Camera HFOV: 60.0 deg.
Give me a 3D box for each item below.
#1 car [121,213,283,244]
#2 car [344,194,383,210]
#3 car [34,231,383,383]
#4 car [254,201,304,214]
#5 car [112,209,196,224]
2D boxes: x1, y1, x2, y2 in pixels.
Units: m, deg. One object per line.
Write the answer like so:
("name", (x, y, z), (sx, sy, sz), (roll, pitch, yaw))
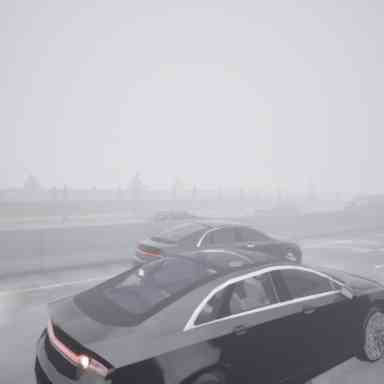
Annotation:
("car", (0.862, 1.506, 8.650), (4.892, 1.490, 1.837), (0, 0, -36))
("car", (17.725, 1.248, 33.679), (5.566, 2.045, 2.150), (1, -1, -35))
("car", (0.703, 1.492, 4.235), (4.902, 1.511, 2.128), (0, 0, -36))
("car", (8.283, 1.554, 31.273), (5.357, 1.411, 2.033), (0, 0, -35))
("car", (-1.391, 1.549, 15.861), (5.357, 1.411, 2.033), (0, 0, -35))
